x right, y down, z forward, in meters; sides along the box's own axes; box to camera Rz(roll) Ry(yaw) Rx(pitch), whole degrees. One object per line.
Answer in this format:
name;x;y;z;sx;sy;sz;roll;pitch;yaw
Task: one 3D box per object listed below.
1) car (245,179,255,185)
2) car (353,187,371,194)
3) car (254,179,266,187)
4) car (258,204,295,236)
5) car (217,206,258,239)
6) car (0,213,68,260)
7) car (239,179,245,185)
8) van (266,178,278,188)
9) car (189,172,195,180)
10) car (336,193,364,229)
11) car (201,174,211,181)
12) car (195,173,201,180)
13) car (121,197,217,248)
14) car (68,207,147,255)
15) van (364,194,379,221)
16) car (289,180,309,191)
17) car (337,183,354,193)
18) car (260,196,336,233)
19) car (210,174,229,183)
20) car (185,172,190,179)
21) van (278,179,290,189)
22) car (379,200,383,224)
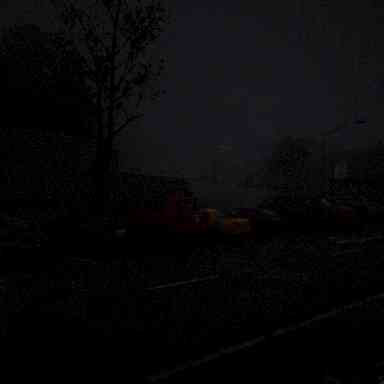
car;14.192;-2.043;73.595;2.002;1.452;4.674;7;4;35
car;27.895;0.137;53.787;2.002;1.452;4.674;7;3;35
car;16.013;-1.812;71.266;1.946;1.575;5.366;7;3;35
car;2.950;1.549;18.528;4.674;1.452;2.002;-1;-1;35
car;0.336;1.503;16.913;5.366;1.575;1.946;-1;-1;35
car;-6.874;1.493;11.628;4.892;1.521;2.231;-1;-1;35
car;12.462;-2.317;76.065;2.002;1.452;4.674;7;3;35
van;17.574;-1.764;68.527;1.878;1.987;4.442;7;4;35
car;2.051;-4.085;90.820;2.185;1.767;4.553;4;1;34
car;7.907;1.267;21.967;5.566;2.045;2.435;-1;-1;35
car;5.551;-3.698;85.867;2.435;2.045;5.566;7;4;34
car;3.769;-3.850;88.342;2.185;1.767;4.553;6;3;34
car;-1.993;1.248;15.096;5.566;2.045;2.435;-1;-1;35
car;-4.446;1.524;13.363;4.792;1.488;2.163;-1;-1;35
van;10.453;1.297;23.625;4.442;1.987;1.878;-1;-1;35
car;21.040;-0.992;63.677;2.231;1.521;4.892;7;3;35
car;26.216;-0.426;56.267;2.435;2.045;5.566;7;3;35
car;5.385;1.263;20.274;5.566;2.045;2.435;-1;-1;35
car;7.392;-3.176;83.599;1.946;1.575;5.366;7;3;34
car;0.290;-4.362;93.176;2.435;2.045;5.566;1;-1;35
van;19.292;-1.490;66.048;1.878;1.987;4.442;7;4;35
car;12.870;1.403;25.364;4.553;1.767;2.185;-1;-1;36
